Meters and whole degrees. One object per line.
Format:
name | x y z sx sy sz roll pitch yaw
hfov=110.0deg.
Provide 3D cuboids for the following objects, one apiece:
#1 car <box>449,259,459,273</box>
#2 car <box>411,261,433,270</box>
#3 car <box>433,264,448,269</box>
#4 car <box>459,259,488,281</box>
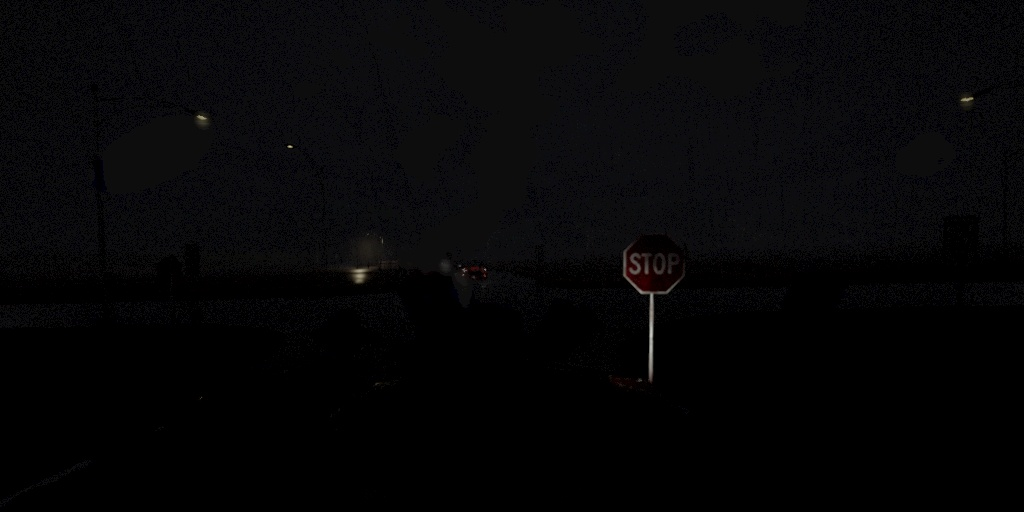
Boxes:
car | -6.396 1.216 46.100 2.097 1.767 4.553 0 0 -21
car | -15.073 1.538 61.732 1.837 1.490 4.892 -1 0 -39
car | -10.740 1.489 60.631 2.033 1.411 5.357 -1 0 -37
car | -3.206 1.168 31.019 2.097 1.767 4.553 0 0 -5
